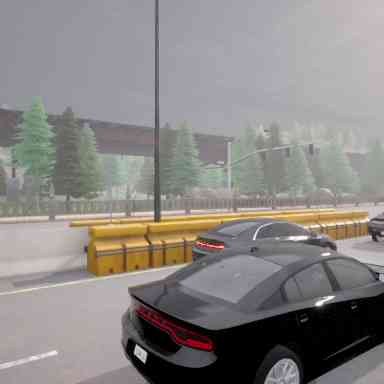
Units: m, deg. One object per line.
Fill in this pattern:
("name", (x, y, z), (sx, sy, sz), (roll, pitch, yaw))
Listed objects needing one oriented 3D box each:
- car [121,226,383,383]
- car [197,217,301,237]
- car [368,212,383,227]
("car", (1.494, 1.478, 4.812), (5.008, 1.535, 1.882), (0, 0, -36))
("car", (2.263, 1.505, 9.663), (4.892, 1.490, 1.837), (0, 0, -35))
("car", (9.931, 1.491, 15.135), (4.902, 1.511, 2.128), (0, 0, -36))
